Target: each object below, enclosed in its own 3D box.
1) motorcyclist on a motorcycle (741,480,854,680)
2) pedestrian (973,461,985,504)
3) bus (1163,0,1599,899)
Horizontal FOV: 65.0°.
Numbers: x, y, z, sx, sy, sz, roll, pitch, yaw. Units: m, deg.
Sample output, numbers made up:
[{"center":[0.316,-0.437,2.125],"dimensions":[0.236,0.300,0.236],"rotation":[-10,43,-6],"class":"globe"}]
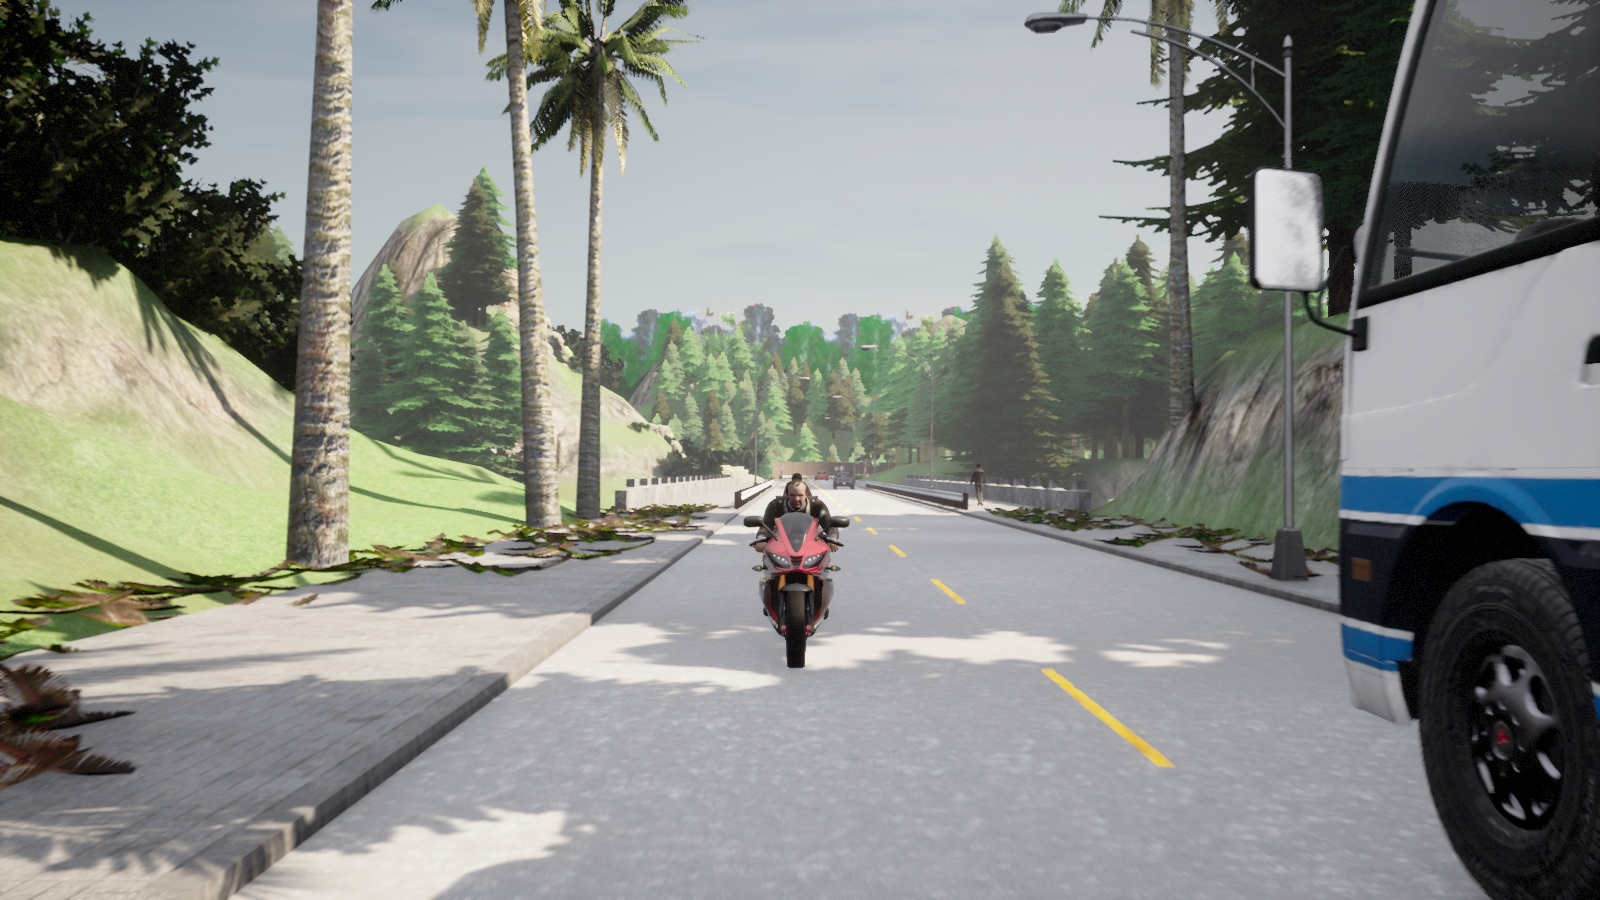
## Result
[{"center":[-0.023,1.031,10.835],"dimensions":[0.866,1.530,2.191],"rotation":[0,-1,0],"class":"motorcyclist on a motorcycle"},{"center":[7.703,1.399,54.083],"dimensions":[0.431,1.840,0.703],"rotation":[0,-1,0],"class":"pedestrian"},{"center":[3.991,-0.549,1.758],"dimensions":[3.944,4.253,10.273],"rotation":[0,-1,0],"class":"bus"}]
